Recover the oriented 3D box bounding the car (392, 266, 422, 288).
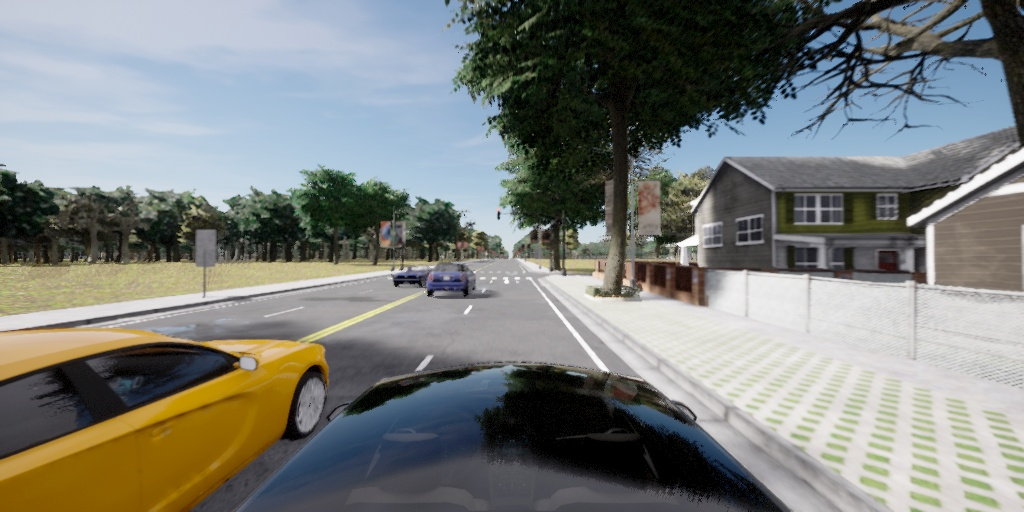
[{"bbox_3d":[-6.504,1.351,24.234,1.895,1.301,4.718,0,0,0],"label":"car"}]

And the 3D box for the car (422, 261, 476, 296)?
[{"bbox_3d":[-3.149,1.102,19.443,2.097,1.767,4.553,0,0,0],"label":"car"}]

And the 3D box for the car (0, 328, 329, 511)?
[{"bbox_3d":[-3.150,1.227,2.360,1.882,1.535,5.008,0,0,0],"label":"car"}]
